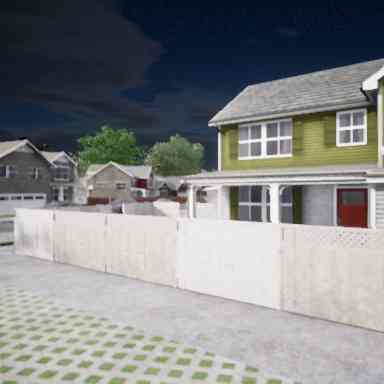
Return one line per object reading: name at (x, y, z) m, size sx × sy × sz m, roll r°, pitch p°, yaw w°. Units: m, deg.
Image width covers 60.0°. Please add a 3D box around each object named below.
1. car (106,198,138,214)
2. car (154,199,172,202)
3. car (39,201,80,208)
car at (-7.645, 1.423, 36.428) m, size 2.097 × 1.767 × 4.553 m, roll 0°, pitch 0°, yaw 20°
car at (-4.102, 1.636, 46.066) m, size 1.812 × 1.442 × 4.674 m, roll 0°, pitch 0°, yaw 22°
car at (-10.869, 1.538, 26.741) m, size 1.837 × 1.490 × 4.892 m, roll 0°, pitch 0°, yaw 18°
